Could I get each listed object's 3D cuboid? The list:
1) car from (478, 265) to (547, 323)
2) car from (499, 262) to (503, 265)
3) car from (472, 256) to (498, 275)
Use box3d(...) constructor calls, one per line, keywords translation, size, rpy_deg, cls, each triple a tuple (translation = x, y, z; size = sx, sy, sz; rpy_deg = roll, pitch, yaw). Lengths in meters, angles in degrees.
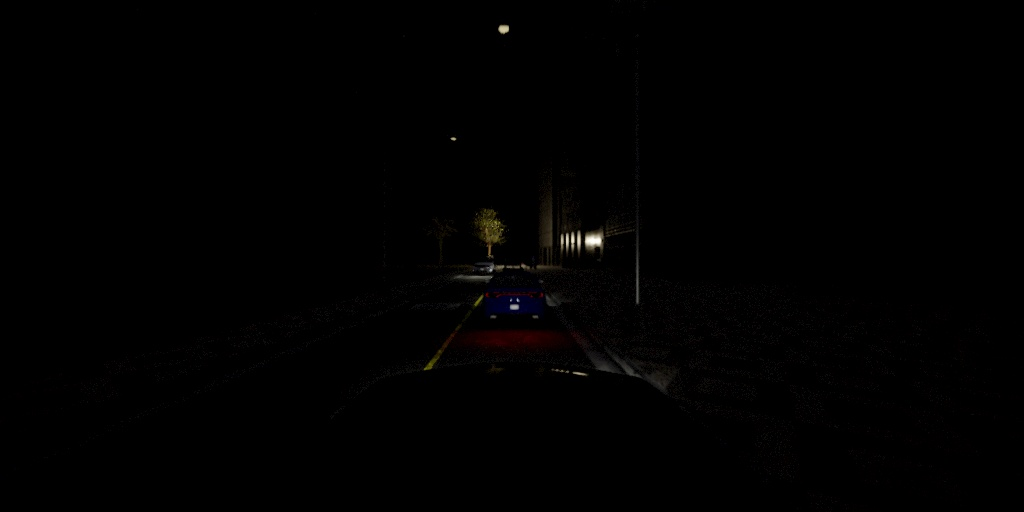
box3d(translation=(0.078, 1.246, 12.295), size=(1.882, 1.535, 5.008), rpy_deg=(0, 0, 0), cls="car")
box3d(translation=(0.094, 1.403, 31.410), size=(1.895, 1.301, 4.718), rpy_deg=(0, 0, 0), cls="car")
box3d(translation=(-3.095, 1.061, 39.905), size=(2.150, 2.045, 5.566), rpy_deg=(0, -1, 0), cls="car")
